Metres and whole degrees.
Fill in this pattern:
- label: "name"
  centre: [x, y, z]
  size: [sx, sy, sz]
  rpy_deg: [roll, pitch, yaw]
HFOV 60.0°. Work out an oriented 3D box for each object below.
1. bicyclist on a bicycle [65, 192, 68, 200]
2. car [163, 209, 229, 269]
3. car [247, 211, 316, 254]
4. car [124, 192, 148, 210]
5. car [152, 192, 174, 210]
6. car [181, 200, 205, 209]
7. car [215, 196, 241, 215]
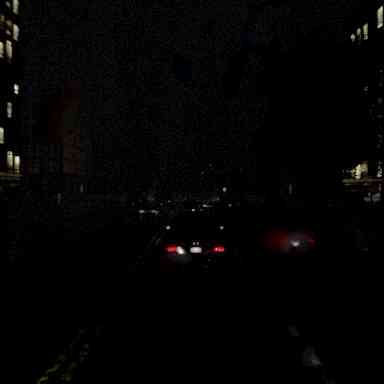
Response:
- label: "bicyclist on a bicycle"
  centre: [-24.720, 0.751, 65.630]
  size: [0.582, 1.620, 1.656]
  rpy_deg: [0, 1, 1]
- label: "car"
  centre: [0.098, 1.493, 10.864]
  size: [2.033, 1.411, 5.357]
  rpy_deg: [0, 0, 0]
- label: "car"
  centre: [3.348, 1.460, 13.053]
  size: [1.812, 1.442, 4.674]
  rpy_deg: [0, 0, 0]
- label: "car"
  centre: [-6.567, 1.004, 39.771]
  size: [2.150, 2.045, 5.566]
  rpy_deg: [0, 0, 0]
- label: "car"
  centre: [-3.320, 1.007, 39.364]
  size: [2.150, 2.045, 5.566]
  rpy_deg: [0, 0, 0]
- label: "car"
  centre: [0.094, 1.402, 27.531]
  size: [2.033, 1.411, 5.357]
  rpy_deg: [0, 0, 0]
- label: "car"
  centre: [3.343, 1.185, 31.429]
  size: [2.097, 1.767, 4.553]
  rpy_deg: [0, 0, 0]
